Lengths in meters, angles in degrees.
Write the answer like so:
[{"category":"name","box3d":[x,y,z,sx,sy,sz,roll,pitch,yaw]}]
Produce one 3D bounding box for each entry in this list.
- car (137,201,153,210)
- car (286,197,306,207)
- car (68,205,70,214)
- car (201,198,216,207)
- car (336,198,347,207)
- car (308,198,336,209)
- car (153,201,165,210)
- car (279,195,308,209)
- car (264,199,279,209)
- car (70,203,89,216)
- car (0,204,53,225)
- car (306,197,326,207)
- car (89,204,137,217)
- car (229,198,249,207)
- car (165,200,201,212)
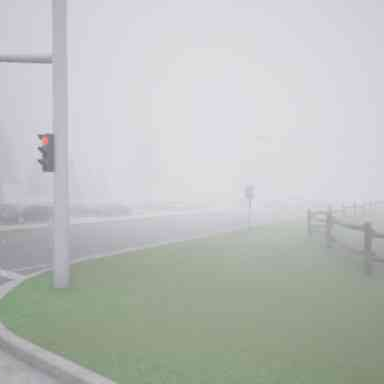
[{"category":"car","box3d":[-6.601,2.012,50.034,1.994,1.385,4.181,-1,-1,35]},{"category":"car","box3d":[18.624,1.730,59.433,1.882,1.535,5.008,-1,-1,36]},{"category":"car","box3d":[-13.762,2.010,39.777,1.994,1.385,4.181,-1,-1,34]},{"category":"car","box3d":[2.737,1.933,63.130,1.882,1.535,5.008,-1,-1,36]},{"category":"car","box3d":[24.264,1.709,55.286,2.033,1.411,5.357,-1,-1,36]},{"category":"car","box3d":[18.468,1.725,47.186,1.994,1.385,4.181,-1,-1,36]},{"category":"car","box3d":[-3.151,1.965,48.862,1.994,1.385,4.181,-1,0,35]},{"category":"car","box3d":[15.341,1.428,48.838,2.150,2.045,5.566,-1,-1,38]},{"category":"car","box3d":[12.668,1.744,51.114,2.128,1.511,4.902,-1,-1,36]},{"category":"car","box3d":[-10.889,2.001,37.766,1.895,1.301,4.718,-1,-1,35]},{"category":"car","box3d":[-13.423,1.858,27.997,1.837,1.490,4.892,-1,0,35]},{"category":"car","box3d":[21.444,1.684,57.360,1.882,1.535,5.008,-1,-1,36]},{"category":"car","box3d":[-8.336,1.918,35.317,1.994,1.385,4.181,-1,-1,34]},{"category":"car","box3d":[8.399,1.854,59.014,2.128,1.511,4.902,-1,-1,36]},{"category":"car","box3d":[-1.191,1.882,45.562,1.812,1.442,4.674,-1,-1,35]}]
